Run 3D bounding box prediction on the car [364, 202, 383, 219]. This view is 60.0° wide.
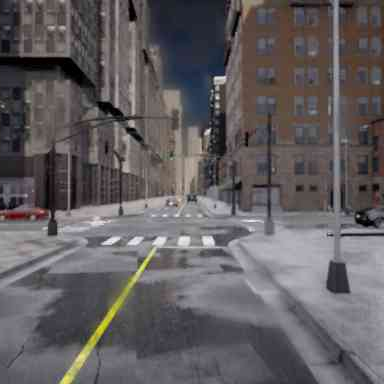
[{"bbox_3d":[17.520,1.533,28.585,4.403,1.369,2.008,0,0,0],"label":"car"}]

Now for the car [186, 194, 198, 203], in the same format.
[{"bbox_3d":[0.011,1.351,70.399,2.150,2.045,5.566,0,0,0],"label":"car"}]

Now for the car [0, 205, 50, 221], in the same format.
[{"bbox_3d":[-14.466,1.800,28.619,4.206,1.307,1.802,0,0,0],"label":"car"}]

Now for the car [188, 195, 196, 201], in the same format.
[{"bbox_3d":[0.012,1.496,80.793,1.812,1.442,4.674,0,0,0],"label":"car"}]

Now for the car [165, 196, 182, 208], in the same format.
[{"bbox_3d":[-3.058,1.606,51.007,2.128,1.511,4.902,0,0,0],"label":"car"}]

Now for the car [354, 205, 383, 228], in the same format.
[{"bbox_3d":[12.109,1.484,20.066,4.313,1.339,1.947,0,0,0],"label":"car"}]

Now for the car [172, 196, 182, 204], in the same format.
[{"bbox_3d":[-2.998,1.608,66.642,1.882,1.535,5.008,0,0,0],"label":"car"}]
